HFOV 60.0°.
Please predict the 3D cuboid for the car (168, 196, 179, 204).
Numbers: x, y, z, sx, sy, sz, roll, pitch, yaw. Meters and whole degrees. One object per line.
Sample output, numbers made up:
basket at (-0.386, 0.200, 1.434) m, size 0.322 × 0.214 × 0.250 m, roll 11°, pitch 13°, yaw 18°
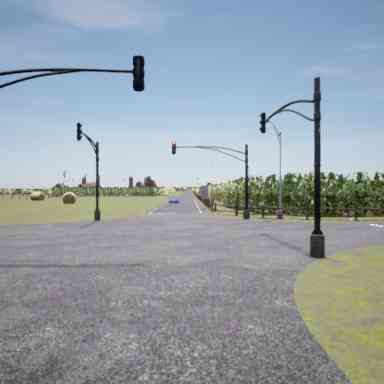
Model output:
car at (-3.358, 1.438, 61.065) m, size 1.882 × 1.535 × 5.008 m, roll 0°, pitch 1°, yaw 0°
